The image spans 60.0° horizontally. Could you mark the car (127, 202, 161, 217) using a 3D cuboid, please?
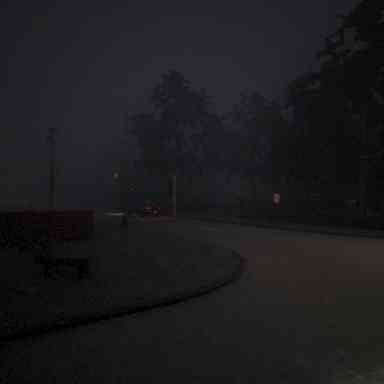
[{"bbox_3d":[-4.745,1.690,33.159,1.812,1.442,4.674,1,0,-35],"label":"car"}]
